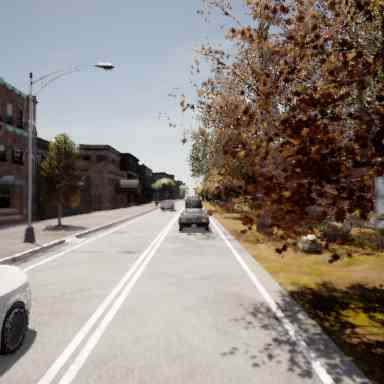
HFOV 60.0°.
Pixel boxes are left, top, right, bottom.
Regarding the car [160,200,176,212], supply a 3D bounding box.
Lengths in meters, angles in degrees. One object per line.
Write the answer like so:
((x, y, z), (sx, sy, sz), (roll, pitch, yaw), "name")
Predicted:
((-3.247, 1.879, 45.295), (1.837, 1.490, 4.892), (0, -1, 0), "car")

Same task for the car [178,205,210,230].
((0.121, 1.732, 21.819), (1.895, 1.301, 4.718), (0, -1, 0), "car")

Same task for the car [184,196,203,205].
((0.180, 1.570, 42.726), (2.150, 2.045, 5.566), (0, -1, 0), "car")

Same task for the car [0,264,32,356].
((-3.361, 1.532, 3.373), (1.812, 1.442, 4.674), (0, 0, 0), "car")
